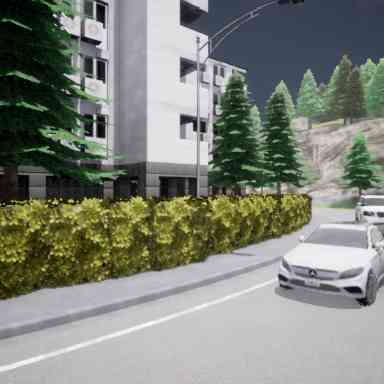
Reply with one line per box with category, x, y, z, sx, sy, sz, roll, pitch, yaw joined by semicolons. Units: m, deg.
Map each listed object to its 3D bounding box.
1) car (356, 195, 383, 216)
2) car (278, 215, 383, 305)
car;11.388;1.223;20.391;2.150;2.045;5.566;0;0;22
car;3.843;1.521;8.376;1.812;1.442;4.674;0;0;39
